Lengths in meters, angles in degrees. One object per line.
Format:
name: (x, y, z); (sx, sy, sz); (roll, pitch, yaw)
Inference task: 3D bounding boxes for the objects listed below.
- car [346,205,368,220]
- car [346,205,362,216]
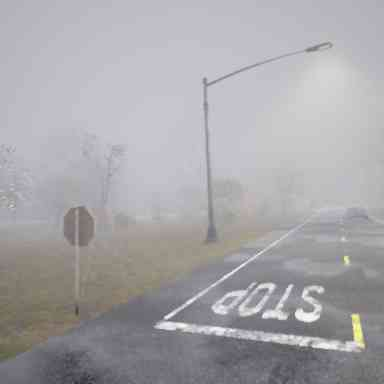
car: (18.433, 2.341, 36.948); (2.033, 1.411, 5.357); (-4, -3, 24)
car: (23.052, 2.589, 47.433); (1.812, 1.442, 4.674); (-4, -3, 24)
